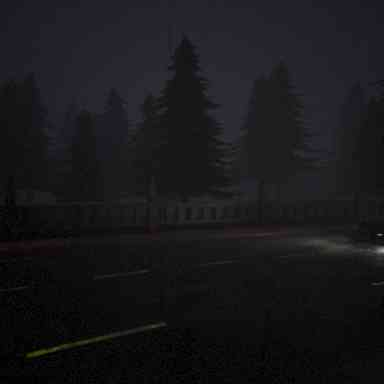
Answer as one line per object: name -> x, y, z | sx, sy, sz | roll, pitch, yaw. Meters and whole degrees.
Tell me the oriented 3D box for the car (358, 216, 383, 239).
car -> 9.904, 1.368, 14.751 | 5.008, 1.535, 1.882 | 0, 0, -11
